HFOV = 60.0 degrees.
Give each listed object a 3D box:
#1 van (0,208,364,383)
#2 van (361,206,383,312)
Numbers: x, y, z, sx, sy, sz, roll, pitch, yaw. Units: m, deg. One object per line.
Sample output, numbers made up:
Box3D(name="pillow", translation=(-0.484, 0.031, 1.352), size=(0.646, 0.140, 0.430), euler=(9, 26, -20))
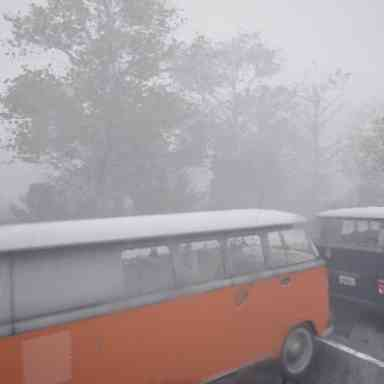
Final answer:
Box3D(name="van", translation=(-0.142, 1.249, 3.969), size=(4.442, 1.987, 1.878), euler=(-1, -1, -34))
Box3D(name="van", translation=(4.533, 1.261, 7.038), size=(4.442, 1.987, 1.878), euler=(-1, -1, -33))
